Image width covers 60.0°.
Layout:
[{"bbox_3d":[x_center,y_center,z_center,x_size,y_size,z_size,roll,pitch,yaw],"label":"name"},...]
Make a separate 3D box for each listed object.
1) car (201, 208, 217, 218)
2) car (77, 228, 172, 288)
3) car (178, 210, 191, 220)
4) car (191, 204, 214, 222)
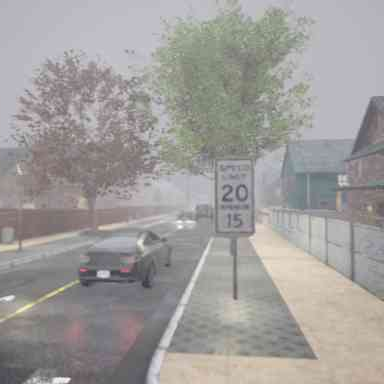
[{"bbox_3d":[2.625,3.158,50.722,2.033,1.411,5.357,0,-2,6],"label":"car"},{"bbox_3d":[-1.798,1.802,9.960,1.812,1.442,4.674,0,-2,6],"label":"car"},{"bbox_3d":[-0.740,3.042,45.206,1.895,1.301,4.718,0,-2,6],"label":"car"},{"bbox_3d":[1.569,2.500,40.535,2.150,2.045,5.566,0,-2,7],"label":"car"}]
